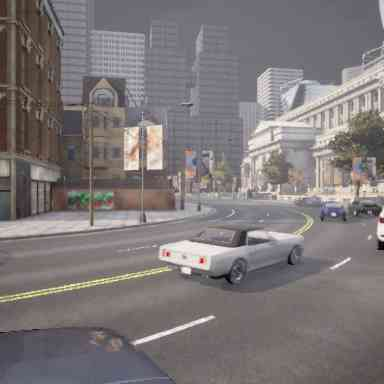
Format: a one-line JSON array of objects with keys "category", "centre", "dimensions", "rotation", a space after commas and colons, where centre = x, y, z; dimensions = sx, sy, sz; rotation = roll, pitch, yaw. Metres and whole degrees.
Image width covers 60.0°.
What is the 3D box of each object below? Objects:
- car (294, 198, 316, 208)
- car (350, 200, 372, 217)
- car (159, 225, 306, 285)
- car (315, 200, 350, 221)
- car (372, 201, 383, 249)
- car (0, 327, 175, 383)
[{"category": "car", "centre": [16.785, 1.518, 48.389], "dimensions": [2.033, 1.411, 5.357], "rotation": [0, 0, -7]}, {"category": "car", "centre": [15.800, 1.489, 30.939], "dimensions": [1.837, 1.490, 4.892], "rotation": [0, 0, 13]}, {"category": "car", "centre": [1.417, 1.594, 9.568], "dimensions": [1.895, 1.301, 4.718], "rotation": [0, 0, 45]}, {"category": "car", "centre": [11.379, 1.511, 27.212], "dimensions": [1.812, 1.442, 4.674], "rotation": [0, 0, 18]}, {"category": "car", "centre": [9.079, 1.215, 13.824], "dimensions": [2.150, 2.045, 5.566], "rotation": [0, 0, 33]}, {"category": "car", "centre": [-2.563, 1.545, 1.653], "dimensions": [5.357, 1.411, 2.033], "rotation": [0, 0, -34]}]
